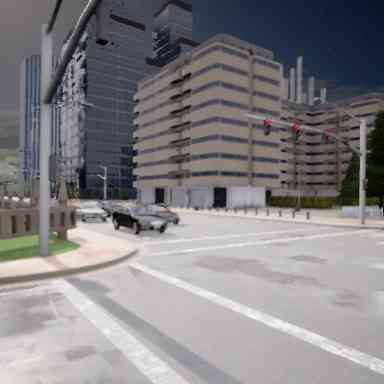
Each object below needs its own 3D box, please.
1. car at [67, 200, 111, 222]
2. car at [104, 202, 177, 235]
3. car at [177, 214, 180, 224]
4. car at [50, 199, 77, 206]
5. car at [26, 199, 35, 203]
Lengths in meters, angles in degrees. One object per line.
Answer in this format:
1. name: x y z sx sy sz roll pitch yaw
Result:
1. car: -8.558 1.640 27.472 1.812 1.442 4.674 1 -1 -35
2. car: -3.216 1.605 19.902 2.128 1.511 4.902 1 -1 -34
3. car: -2.738 1.684 25.368 1.812 1.442 4.674 1 -1 -36
4. car: -14.513 1.662 35.844 2.033 1.411 5.357 1 -1 -35
5. car: -22.913 1.717 47.769 1.895 1.301 4.718 1 -1 -35
